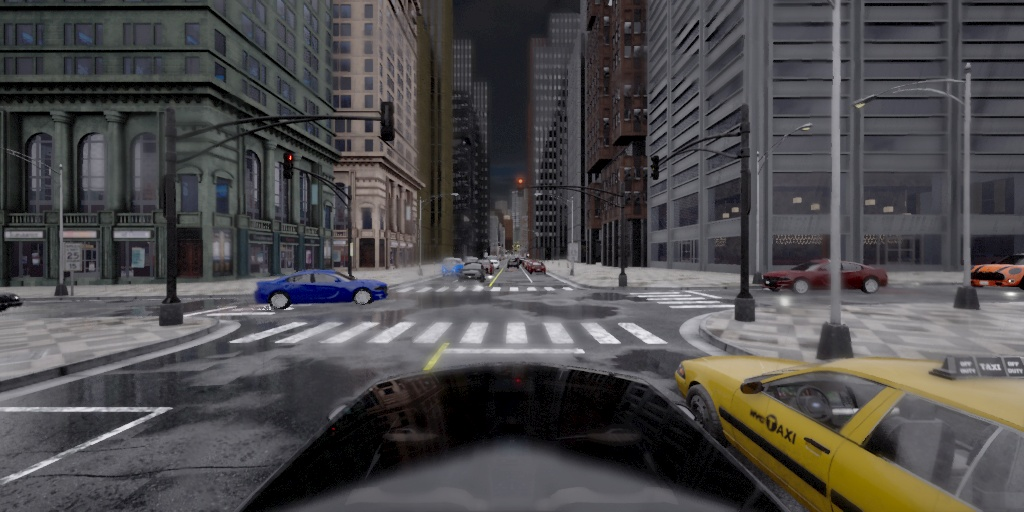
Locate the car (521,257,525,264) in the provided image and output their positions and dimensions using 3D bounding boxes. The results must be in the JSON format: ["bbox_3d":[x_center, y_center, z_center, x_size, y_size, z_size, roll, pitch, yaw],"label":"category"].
[{"bbox_3d":[2.832,1.296,57.036,1.751,1.417,4.829,0,0,0],"label":"car"}]

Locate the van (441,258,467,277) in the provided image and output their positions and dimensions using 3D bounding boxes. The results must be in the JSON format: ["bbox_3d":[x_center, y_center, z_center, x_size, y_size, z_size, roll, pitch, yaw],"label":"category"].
[{"bbox_3d":[-5.743,1.097,34.792,1.690,1.789,3.998,0,0,0],"label":"van"}]

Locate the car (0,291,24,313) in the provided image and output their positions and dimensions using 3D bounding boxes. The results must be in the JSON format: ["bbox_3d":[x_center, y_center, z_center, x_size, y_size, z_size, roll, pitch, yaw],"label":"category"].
[{"bbox_3d":[-22.827,1.671,14.017,5.357,1.411,2.033,-1,0,0],"label":"car"}]

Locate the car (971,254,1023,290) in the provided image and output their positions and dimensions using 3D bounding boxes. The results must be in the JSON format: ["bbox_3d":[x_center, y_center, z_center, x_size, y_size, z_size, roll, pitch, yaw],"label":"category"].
[{"bbox_3d":[24.629,0.656,16.990,4.553,1.767,2.097,-1,0,0],"label":"car"}]

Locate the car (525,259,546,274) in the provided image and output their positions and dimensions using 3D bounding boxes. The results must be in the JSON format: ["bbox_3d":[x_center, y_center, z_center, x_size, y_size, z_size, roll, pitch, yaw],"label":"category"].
[{"bbox_3d":[2.819,1.304,40.290,1.888,1.381,4.507,0,0,0],"label":"car"}]

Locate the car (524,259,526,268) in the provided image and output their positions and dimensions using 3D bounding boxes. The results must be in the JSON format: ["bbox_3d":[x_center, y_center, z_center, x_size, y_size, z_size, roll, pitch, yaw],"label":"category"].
[{"bbox_3d":[2.823,1.308,45.816,1.888,1.381,4.507,0,0,0],"label":"car"}]

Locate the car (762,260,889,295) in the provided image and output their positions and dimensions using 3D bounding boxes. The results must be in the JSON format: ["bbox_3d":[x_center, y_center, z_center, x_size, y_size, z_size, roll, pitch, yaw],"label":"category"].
[{"bbox_3d":[14.707,0.948,17.036,5.008,1.535,1.882,-1,0,2],"label":"car"}]

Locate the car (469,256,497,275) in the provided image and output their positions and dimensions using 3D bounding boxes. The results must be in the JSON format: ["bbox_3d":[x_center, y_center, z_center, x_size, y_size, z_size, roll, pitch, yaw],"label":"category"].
[{"bbox_3d":[-3.060,1.110,38.493,2.097,1.767,4.553,0,0,0],"label":"car"}]

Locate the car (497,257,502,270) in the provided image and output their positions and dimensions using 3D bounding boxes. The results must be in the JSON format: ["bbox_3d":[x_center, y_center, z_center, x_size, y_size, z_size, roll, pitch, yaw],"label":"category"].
[{"bbox_3d":[-3.030,0.990,52.832,2.150,2.045,5.566,0,0,0],"label":"car"}]

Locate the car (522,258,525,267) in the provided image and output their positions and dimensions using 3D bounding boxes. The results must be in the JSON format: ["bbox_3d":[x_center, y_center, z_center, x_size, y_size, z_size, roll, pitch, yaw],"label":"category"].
[{"bbox_3d":[2.827,1.312,51.341,1.888,1.381,4.507,0,0,0],"label":"car"}]

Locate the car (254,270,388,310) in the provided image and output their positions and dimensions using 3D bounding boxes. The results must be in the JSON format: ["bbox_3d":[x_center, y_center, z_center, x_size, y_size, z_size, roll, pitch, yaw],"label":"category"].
[{"bbox_3d":[-7.908,1.336,15.207,5.008,1.535,1.882,-1,0,-13],"label":"car"}]

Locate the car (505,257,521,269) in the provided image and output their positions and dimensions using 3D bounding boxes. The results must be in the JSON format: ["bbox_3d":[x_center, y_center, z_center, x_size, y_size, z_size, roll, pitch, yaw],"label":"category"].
[{"bbox_3d":[0.158,1.275,58.597,1.837,1.490,4.892,0,-1,0],"label":"car"}]

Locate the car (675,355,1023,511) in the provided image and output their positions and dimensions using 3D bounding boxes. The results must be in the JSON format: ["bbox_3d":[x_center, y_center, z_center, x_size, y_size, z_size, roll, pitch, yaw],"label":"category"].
[{"bbox_3d":[2.769,1.275,2.368,1.751,1.417,4.829,0,0,0],"label":"car"}]

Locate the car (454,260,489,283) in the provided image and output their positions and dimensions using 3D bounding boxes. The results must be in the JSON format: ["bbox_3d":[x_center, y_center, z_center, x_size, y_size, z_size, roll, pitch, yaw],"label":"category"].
[{"bbox_3d":[-3.064,1.258,28.222,1.837,1.490,4.892,0,0,0],"label":"car"}]
